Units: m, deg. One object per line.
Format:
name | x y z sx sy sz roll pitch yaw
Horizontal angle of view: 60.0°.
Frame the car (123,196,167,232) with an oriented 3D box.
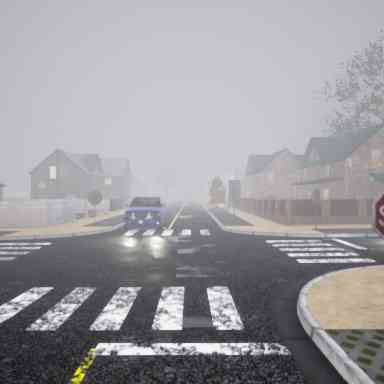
car | -2.783 1.259 20.740 2.150 2.045 5.566 0 0 0
